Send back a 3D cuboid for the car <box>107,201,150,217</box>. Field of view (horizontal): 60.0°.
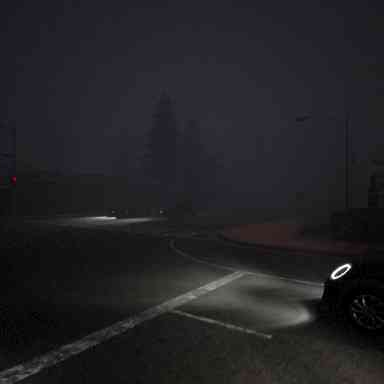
[{"bbox_3d":[-5.766,1.548,30.944,1.994,1.385,4.181,0,0,38],"label":"car"}]

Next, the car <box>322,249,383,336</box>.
[{"bbox_3d":[4.491,1.356,5.137,4.553,1.767,2.097,0,0,38],"label":"car"}]

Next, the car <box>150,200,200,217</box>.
[{"bbox_3d":[-1.213,1.479,31.117,2.128,1.511,4.902,0,0,38],"label":"car"}]
